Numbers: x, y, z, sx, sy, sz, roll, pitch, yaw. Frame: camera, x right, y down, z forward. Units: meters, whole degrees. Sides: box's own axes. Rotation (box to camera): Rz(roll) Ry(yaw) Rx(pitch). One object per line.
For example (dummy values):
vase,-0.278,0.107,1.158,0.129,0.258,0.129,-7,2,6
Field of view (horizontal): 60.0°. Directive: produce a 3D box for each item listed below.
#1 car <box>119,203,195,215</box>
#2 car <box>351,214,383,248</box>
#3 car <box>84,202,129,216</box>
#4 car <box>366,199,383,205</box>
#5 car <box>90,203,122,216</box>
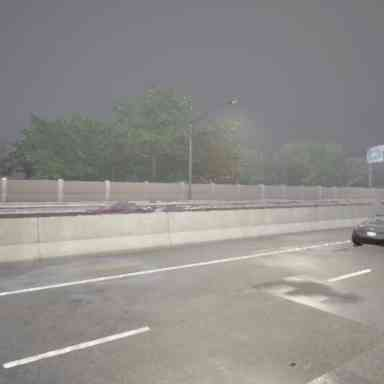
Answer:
car,-1.666,1.567,19.999,4.674,1.442,1.812,0,0,-35
car,8.687,1.629,14.239,4.181,1.385,1.994,0,0,-35
car,-5.751,1.519,25.683,5.008,1.535,1.882,0,0,-36
car,28.190,1.823,49.817,5.357,1.411,2.033,0,0,-35
car,-4.102,1.640,22.561,4.718,1.301,1.895,0,0,-35
